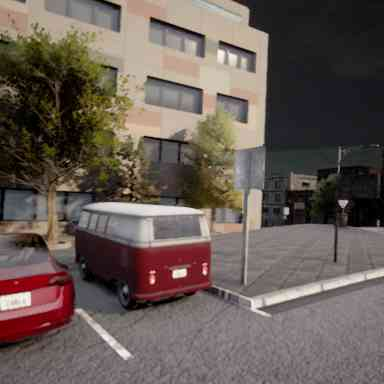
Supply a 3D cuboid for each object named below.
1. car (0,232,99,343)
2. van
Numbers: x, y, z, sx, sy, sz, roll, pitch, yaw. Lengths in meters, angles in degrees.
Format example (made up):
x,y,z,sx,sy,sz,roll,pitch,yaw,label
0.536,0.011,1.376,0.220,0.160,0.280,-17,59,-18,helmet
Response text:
x,y,z,sx,sy,sz,roll,pitch,yaw,label
-3.710,1.508,6.356,2.163,1.488,4.792,0,0,-35,car
-1.489,1.275,8.043,1.878,1.987,4.442,0,0,-35,van
